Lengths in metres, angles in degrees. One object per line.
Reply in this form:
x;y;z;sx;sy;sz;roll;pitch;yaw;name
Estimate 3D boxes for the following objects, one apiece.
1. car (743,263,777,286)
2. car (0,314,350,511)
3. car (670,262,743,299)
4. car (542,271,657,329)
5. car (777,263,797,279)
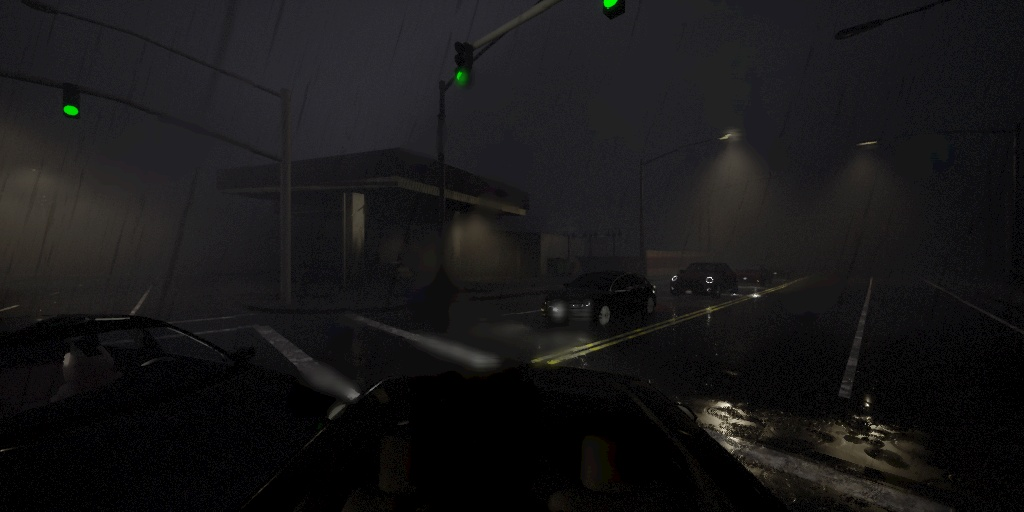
16.863;1.314;25.211;1.994;1.385;4.181;0;0;45;car
-3.399;1.242;2.610;4.902;1.511;2.128;0;0;15;car
9.877;1.102;18.360;4.553;1.767;2.097;0;0;-44;car
2.980;1.255;11.573;4.892;1.490;1.837;0;0;-45;car
24.057;1.314;32.203;4.181;1.385;1.994;0;0;-44;car
